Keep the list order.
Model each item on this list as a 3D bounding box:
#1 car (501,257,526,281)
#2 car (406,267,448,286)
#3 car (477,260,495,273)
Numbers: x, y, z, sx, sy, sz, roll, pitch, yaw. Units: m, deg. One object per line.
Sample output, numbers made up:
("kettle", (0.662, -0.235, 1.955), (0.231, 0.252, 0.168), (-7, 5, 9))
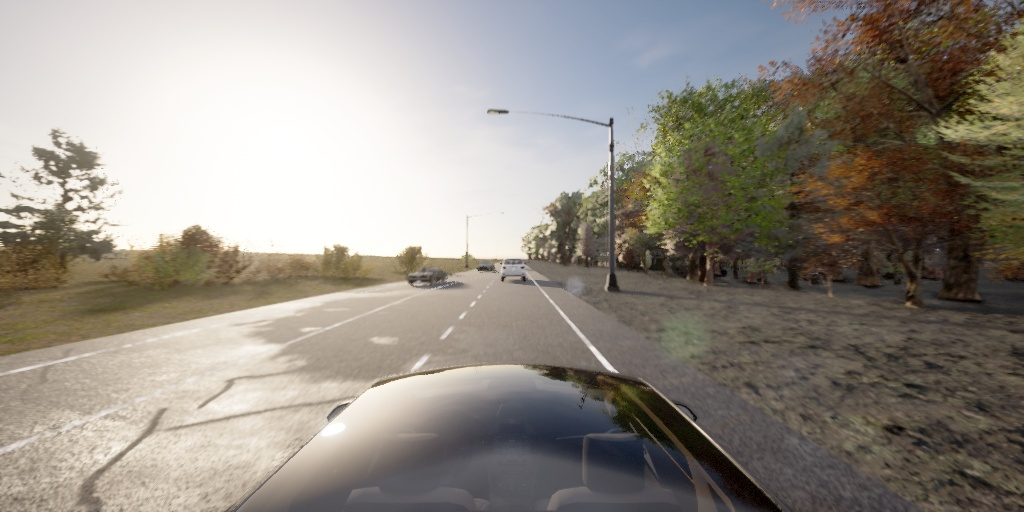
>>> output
("car", (0.142, 1.158, 32.909), (2.150, 2.045, 5.566), (0, 0, 0))
("car", (-6.360, 1.506, 27.297), (1.895, 1.301, 4.718), (0, 0, 6))
("car", (-3.641, 1.383, 50.602), (2.097, 1.767, 4.553), (0, 0, 5))
